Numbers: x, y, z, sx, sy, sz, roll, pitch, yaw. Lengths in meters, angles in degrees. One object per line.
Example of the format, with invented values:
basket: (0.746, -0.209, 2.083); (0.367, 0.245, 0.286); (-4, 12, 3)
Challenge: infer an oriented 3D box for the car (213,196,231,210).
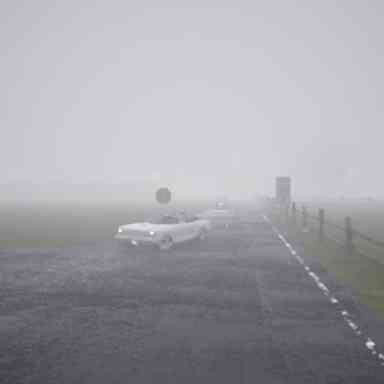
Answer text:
car: (3.545, 1.217, 39.174); (2.128, 1.511, 4.902); (0, 0, 8)

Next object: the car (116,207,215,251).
car: (-1.000, 1.506, 13.930); (1.895, 1.301, 4.718); (0, 0, 29)
